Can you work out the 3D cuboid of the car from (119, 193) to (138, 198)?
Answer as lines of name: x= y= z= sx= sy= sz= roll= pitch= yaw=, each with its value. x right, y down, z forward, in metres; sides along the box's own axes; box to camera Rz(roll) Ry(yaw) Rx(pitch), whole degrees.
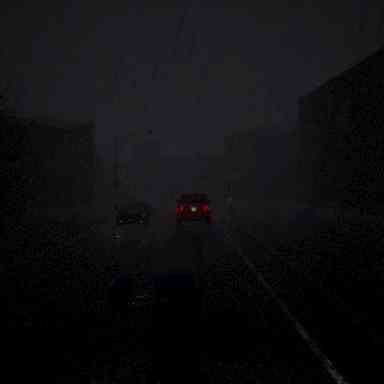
car: x=-12.167 y=0.981 z=63.726 sx=4.181 sy=1.385 sz=1.994 roll=-1 pitch=2 yaw=38

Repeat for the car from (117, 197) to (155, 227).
car: x=-3.599 y=1.323 z=21.905 sx=1.882 sy=1.535 sz=5.008 roll=0 pitch=0 yaw=0

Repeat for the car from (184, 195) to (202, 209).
car: x=0.080 y=1.122 z=40.634 sx=2.128 sy=1.511 sz=4.902 roll=0 pitch=1 yaw=-1

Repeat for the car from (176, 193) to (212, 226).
car: x=0.099 y=1.067 z=21.892 sx=2.150 sy=2.045 sz=5.566 roll=0 pitch=1 yaw=0
